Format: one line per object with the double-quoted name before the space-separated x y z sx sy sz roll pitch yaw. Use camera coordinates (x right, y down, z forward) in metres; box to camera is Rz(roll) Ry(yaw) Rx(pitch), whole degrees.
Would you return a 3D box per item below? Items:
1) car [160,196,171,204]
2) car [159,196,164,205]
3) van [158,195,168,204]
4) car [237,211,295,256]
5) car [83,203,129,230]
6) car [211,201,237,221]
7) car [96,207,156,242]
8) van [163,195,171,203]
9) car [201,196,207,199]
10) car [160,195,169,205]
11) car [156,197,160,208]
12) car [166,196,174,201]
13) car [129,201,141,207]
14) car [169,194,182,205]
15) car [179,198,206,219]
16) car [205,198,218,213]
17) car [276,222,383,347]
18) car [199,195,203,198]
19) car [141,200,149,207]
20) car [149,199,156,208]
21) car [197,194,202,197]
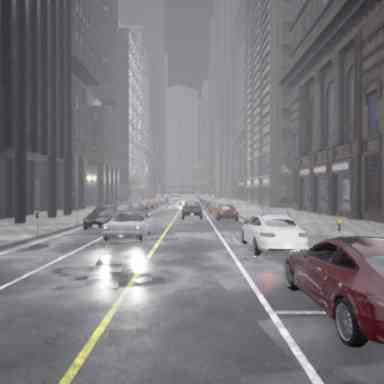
"car" -5.794 1.639 72.401 1.967 1.590 4.097 -1 0 0
"car" -5.757 1.701 49.902 2.008 1.369 4.403 -1 0 0
"van" -5.786 1.528 66.776 1.690 1.788 3.998 -1 0 0
"car" 3.126 1.571 13.215 1.812 1.442 4.674 0 0 0
"car" -5.712 1.639 21.778 1.947 1.339 4.313 -1 0 0
"car" 2.805 1.673 27.423 1.802 1.307 4.206 -1 0 0
"car" -3.129 1.658 16.902 1.895 1.301 4.718 0 0 0
"van" -5.804 1.549 78.026 1.690 1.788 3.998 -1 0 0
"car" 2.768 1.702 49.921 2.008 1.369 4.403 -1 0 0
"car" -5.775 1.727 61.151 2.008 1.369 4.403 -1 0 0
"car" -5.748 1.682 44.277 1.887 1.381 4.507 -1 0 0
"car" -5.819 1.807 89.275 1.802 1.307 4.206 -1 0 0
"car" -5.721 1.635 27.403 1.887 1.381 4.507 -1 0 0
"car" -3.101 1.459 62.188 2.150 2.045 5.566 0 0 0
"car" 0.020 1.606 30.383 1.837 1.490 4.892 0 0 0
"car" 2.786 1.648 38.842 1.752 1.417 4.829 -1 0 0
"car" 3.138 1.547 6.215 1.812 1.442 4.674 0 0 0
"car" 2.750 1.721 61.169 1.887 1.381 4.507 -1 0 0
"car" -5.731 1.651 33.028 1.887 1.381 4.507 -1 0 0
"car" -5.739 1.667 38.653 1.887 1.381 4.507 -1 0 0
"car" 2.724 1.753 78.043 1.887 1.381 4.507 -1 0 0
